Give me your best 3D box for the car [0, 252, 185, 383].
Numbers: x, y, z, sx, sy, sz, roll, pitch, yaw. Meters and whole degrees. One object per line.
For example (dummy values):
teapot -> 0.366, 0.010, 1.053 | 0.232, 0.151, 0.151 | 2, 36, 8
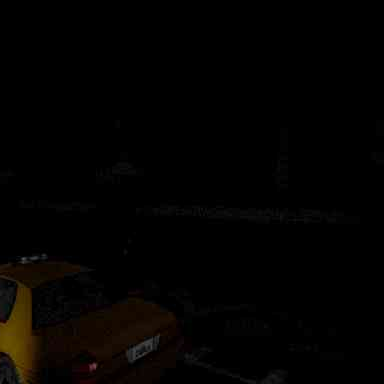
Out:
car -> -2.362, 1.525, 4.650 | 4.829, 1.417, 1.752 | 0, 0, 36
